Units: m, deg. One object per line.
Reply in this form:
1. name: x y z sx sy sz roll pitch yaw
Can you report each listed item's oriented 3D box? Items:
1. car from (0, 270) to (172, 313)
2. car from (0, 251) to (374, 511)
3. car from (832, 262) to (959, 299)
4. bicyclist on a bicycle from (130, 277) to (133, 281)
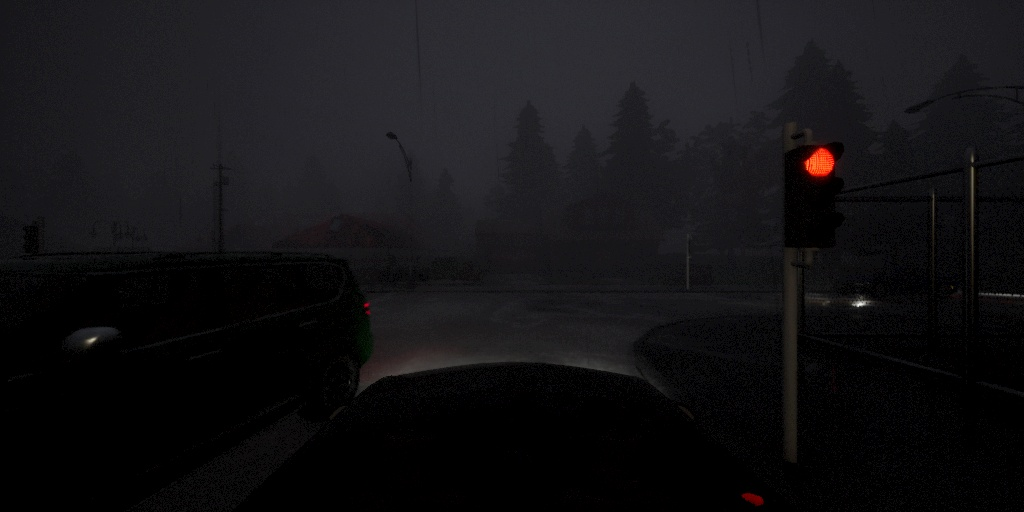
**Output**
1. car: -15.965 1.276 13.452 4.674 1.442 1.812 0 0 0
2. car: -3.387 0.971 3.041 2.150 2.045 5.566 0 0 9
3. car: 18.727 1.228 17.646 5.008 1.535 1.882 0 0 0
4. bicyclist on a bicycle: -23.979 1.098 21.830 0.582 1.620 1.656 0 0 0
